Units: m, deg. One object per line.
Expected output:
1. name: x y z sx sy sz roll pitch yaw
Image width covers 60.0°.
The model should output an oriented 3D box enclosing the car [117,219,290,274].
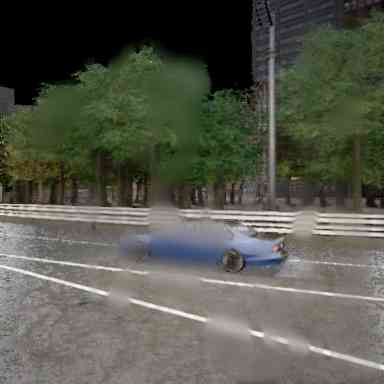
1. car: 0.274 1.565 10.533 5.357 1.411 2.033 0 0 24
